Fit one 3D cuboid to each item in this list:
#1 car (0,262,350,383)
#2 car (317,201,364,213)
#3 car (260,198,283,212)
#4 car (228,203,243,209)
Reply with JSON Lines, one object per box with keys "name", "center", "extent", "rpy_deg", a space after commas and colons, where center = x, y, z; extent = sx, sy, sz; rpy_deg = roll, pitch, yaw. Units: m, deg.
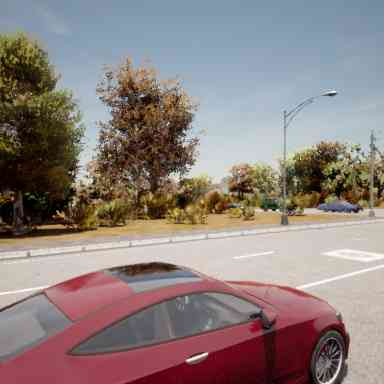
{"name": "car", "center": [-0.234, 1.526, 3.577], "extent": [4.674, 1.442, 1.812], "rpy_deg": [0, 0, -35]}
{"name": "car", "center": [18.016, 1.815, 40.650], "extent": [2.033, 1.411, 5.357], "rpy_deg": [0, -2, -32]}
{"name": "car", "center": [12.605, 1.867, 49.302], "extent": [2.150, 2.045, 5.566], "rpy_deg": [0, -3, -32]}
{"name": "car", "center": [7.222, 2.656, 57.927], "extent": [2.128, 1.511, 4.902], "rpy_deg": [0, -3, -32]}
